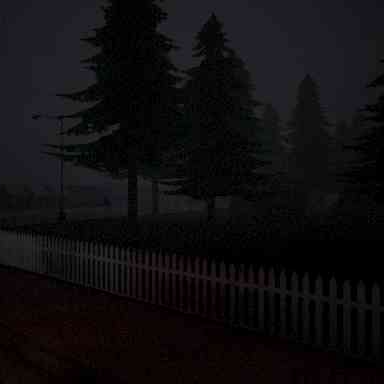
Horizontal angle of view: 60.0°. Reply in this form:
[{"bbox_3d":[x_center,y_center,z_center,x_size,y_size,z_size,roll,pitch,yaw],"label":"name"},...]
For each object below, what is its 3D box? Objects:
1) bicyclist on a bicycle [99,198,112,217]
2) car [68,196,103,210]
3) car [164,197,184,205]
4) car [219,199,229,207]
[{"bbox_3d":[-7.203,1.302,27.872,1.656,1.620,0.582,0,0,34],"label":"bicyclist on a bicycle"},{"bbox_3d":[-13.976,1.352,43.660,2.097,1.767,4.553,0,0,34],"label":"car"},{"bbox_3d":[-2.694,1.243,60.075,2.150,2.045,5.566,0,0,34],"label":"car"},{"bbox_3d":[4.280,1.221,51.484,2.150,2.045,5.566,0,0,34],"label":"car"}]
